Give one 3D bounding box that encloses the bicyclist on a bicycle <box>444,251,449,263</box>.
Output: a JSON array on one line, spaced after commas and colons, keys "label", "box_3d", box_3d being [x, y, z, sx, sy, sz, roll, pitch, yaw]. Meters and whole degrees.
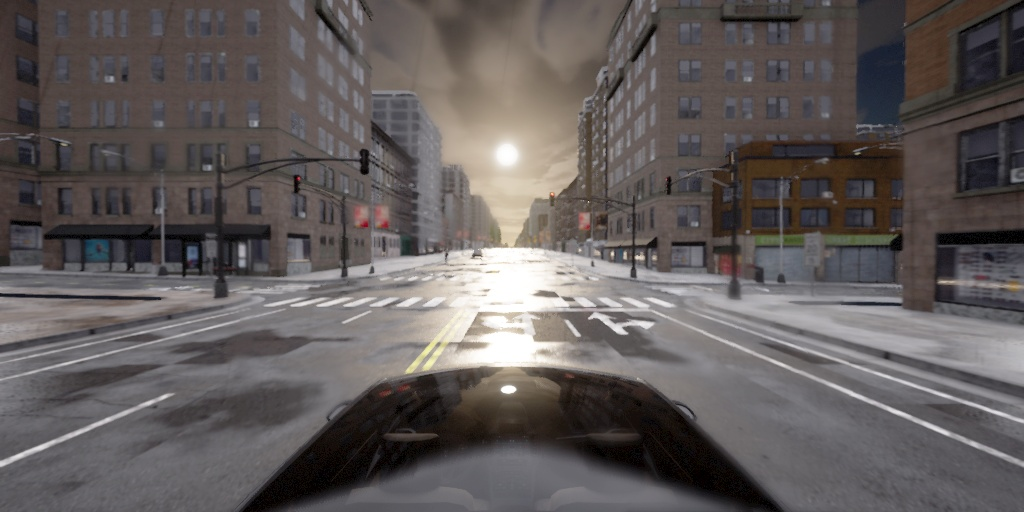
[{"label": "bicyclist on a bicycle", "box_3d": [-8.777, 0.159, 47.935, 0.659, 1.776, 1.843, 0, 2, 0]}]
